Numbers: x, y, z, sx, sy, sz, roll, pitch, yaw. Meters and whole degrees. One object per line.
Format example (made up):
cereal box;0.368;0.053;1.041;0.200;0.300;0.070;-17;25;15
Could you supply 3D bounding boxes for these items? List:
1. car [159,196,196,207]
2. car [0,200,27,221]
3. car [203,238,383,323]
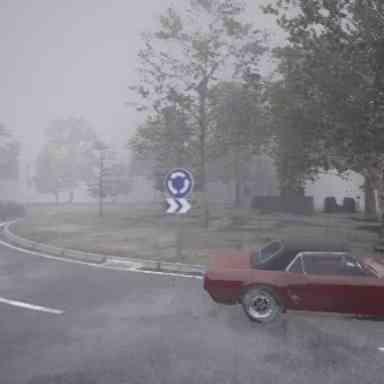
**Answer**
car;-1.888;1.191;43.191;4.892;1.490;1.837;1;0;-22
car;-13.817;1.260;24.160;1.994;1.385;4.181;0;0;-1
car;2.648;1.585;6.237;4.718;1.301;1.895;1;0;10
